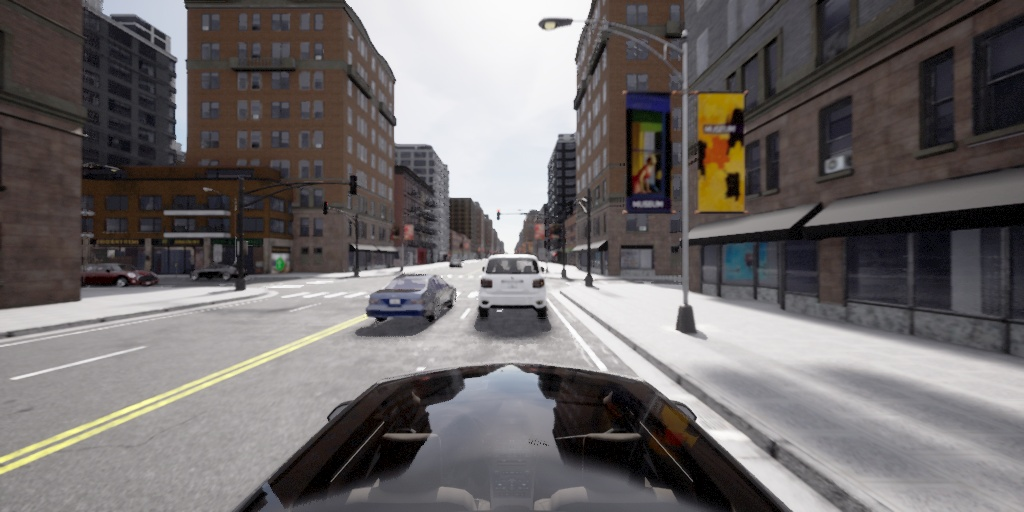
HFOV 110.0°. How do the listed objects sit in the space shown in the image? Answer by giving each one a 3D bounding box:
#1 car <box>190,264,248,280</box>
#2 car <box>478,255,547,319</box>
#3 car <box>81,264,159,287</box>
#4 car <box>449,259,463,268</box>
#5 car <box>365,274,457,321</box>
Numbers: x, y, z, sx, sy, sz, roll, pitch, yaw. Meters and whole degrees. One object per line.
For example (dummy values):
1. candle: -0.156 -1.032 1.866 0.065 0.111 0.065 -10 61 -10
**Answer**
1. car: -25.362 1.381 31.135 4.313 1.339 1.948 0 0 0
2. car: 0.043 0.990 13.103 2.150 2.045 5.566 0 0 1
3. car: -25.407 1.209 23.111 4.097 1.591 1.967 0 0 0
4. car: -9.756 1.354 62.207 1.837 1.490 4.892 0 0 1
5. car: -3.219 1.317 12.463 2.033 1.411 5.357 0 0 1
